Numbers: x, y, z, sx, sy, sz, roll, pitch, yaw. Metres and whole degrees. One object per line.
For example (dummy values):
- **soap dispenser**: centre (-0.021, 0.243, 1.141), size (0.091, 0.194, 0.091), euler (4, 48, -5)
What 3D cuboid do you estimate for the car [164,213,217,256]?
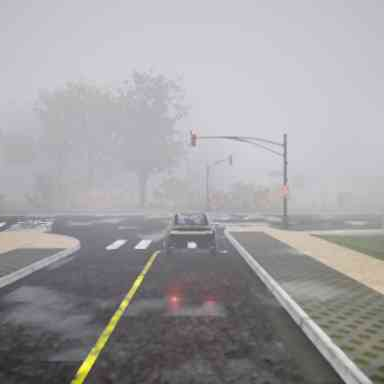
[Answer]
- **car**: centre (-0.110, 1.586, 13.507), size (2.128, 1.511, 4.902), euler (0, 0, -3)
